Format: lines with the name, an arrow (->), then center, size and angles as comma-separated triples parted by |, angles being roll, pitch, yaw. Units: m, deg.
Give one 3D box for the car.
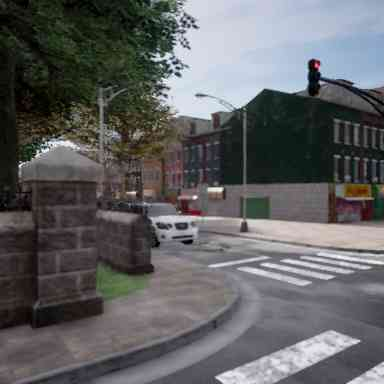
car -> -1.976, 1.529, 16.883 | 2.150, 2.045, 5.566 | 0, -1, -36
